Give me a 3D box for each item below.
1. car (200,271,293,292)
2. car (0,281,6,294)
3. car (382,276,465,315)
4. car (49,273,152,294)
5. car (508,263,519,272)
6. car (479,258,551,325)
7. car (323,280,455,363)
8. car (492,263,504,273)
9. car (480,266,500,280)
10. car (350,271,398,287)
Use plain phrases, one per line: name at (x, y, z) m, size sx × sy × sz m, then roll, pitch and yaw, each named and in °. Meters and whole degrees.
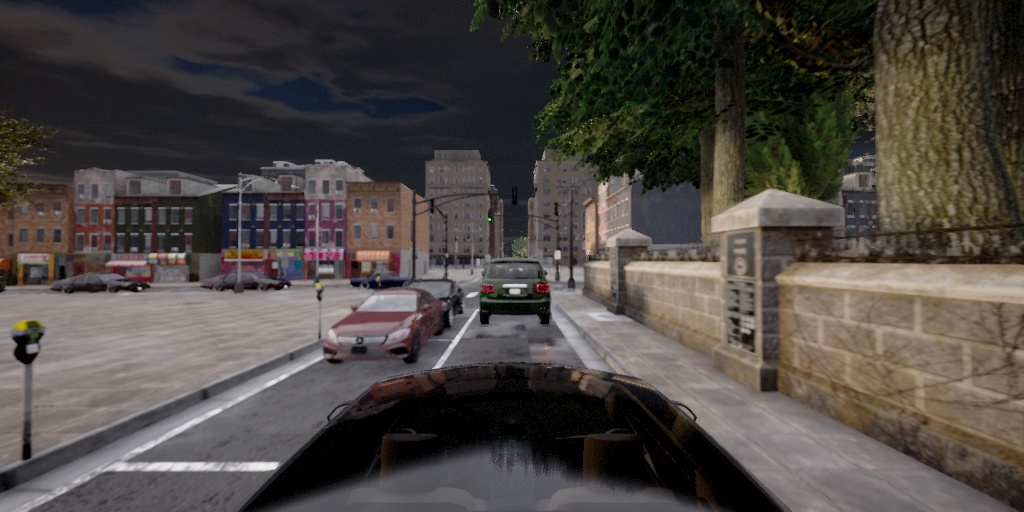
car at (-18.318, 1.768, 24.831) m, size 5.357 × 1.411 × 2.033 m, roll -1°, pitch -1°, yaw 0°
car at (-38.350, 1.883, 24.782) m, size 4.553 × 1.767 × 2.097 m, roll -1°, pitch -1°, yaw 0°
car at (-2.638, 1.442, 11.940) m, size 1.948 × 1.339 × 4.313 m, roll 0°, pitch 0°, yaw 0°
car at (-28.391, 1.909, 24.796) m, size 5.357 × 1.411 × 2.033 m, roll -1°, pitch -1°, yaw 0°
car at (0.289, 2.011, 64.158) m, size 1.837 × 1.490 × 4.892 m, roll 0°, pitch -1°, yaw 0°
car at (0.093, 1.105, 12.612) m, size 2.150 × 2.045 × 5.566 m, roll 0°, pitch -1°, yaw 0°
car at (-2.638, 1.413, 8.277) m, size 1.802 × 1.307 × 4.207 m, roll 0°, pitch 0°, yaw 0°
car at (-2.281, 1.930, 59.586) m, size 1.882 × 1.535 × 5.008 m, roll 0°, pitch -1°, yaw 0°
car at (-2.279, 1.800, 38.731) m, size 1.895 × 1.301 × 4.718 m, roll 0°, pitch -1°, yaw 0°
car at (-8.510, 1.712, 24.864) m, size 4.718 × 1.301 × 1.895 m, roll -1°, pitch -1°, yaw 0°
